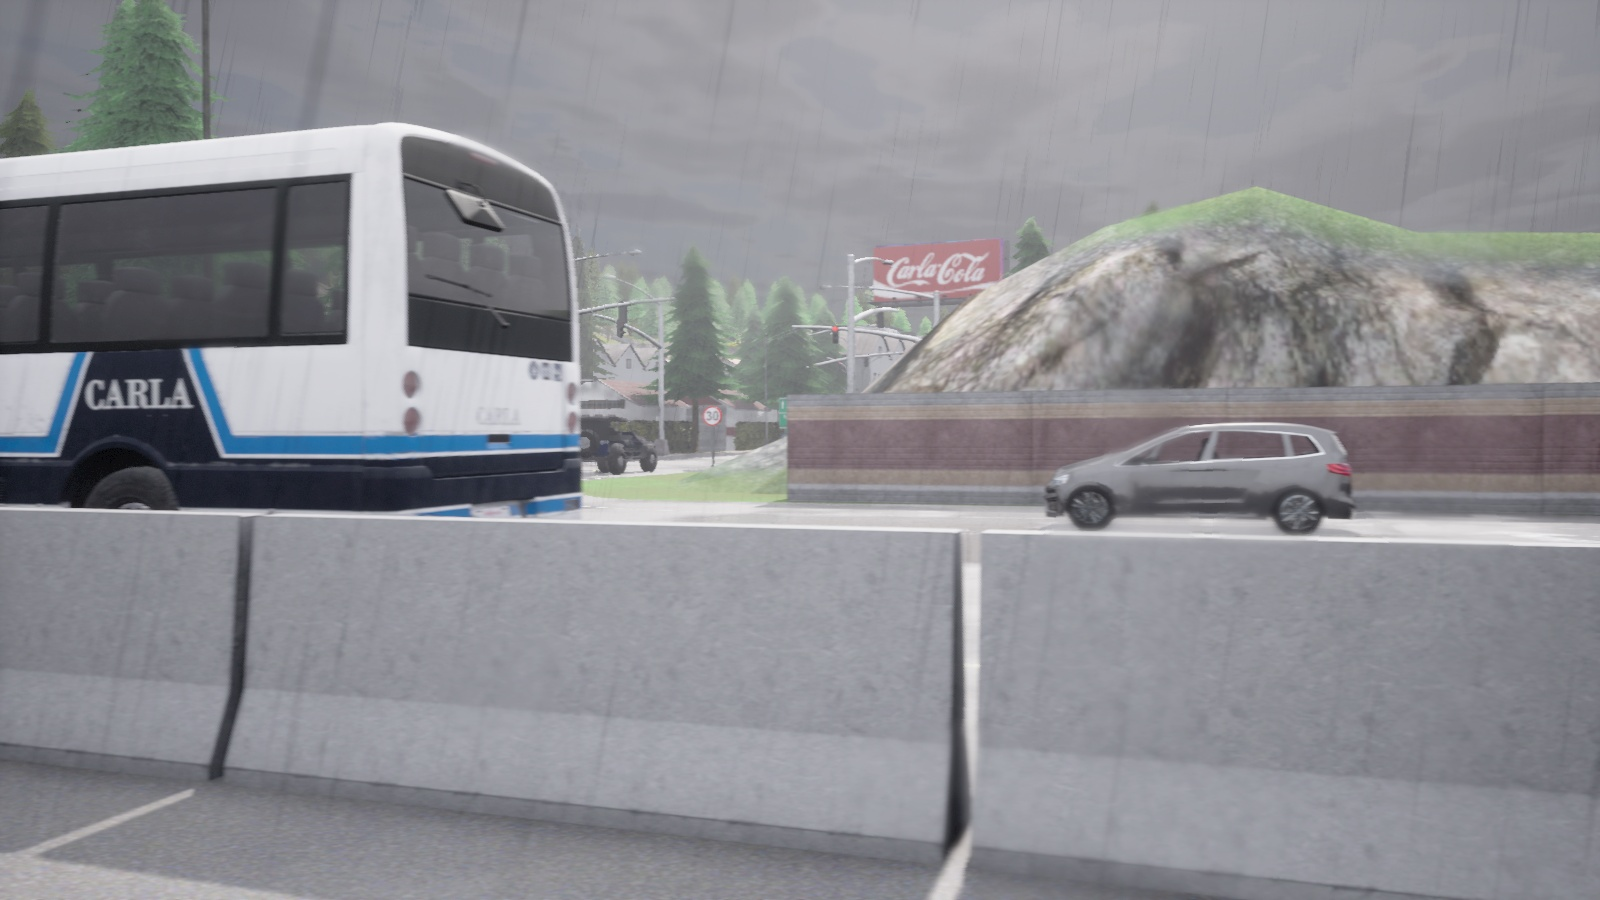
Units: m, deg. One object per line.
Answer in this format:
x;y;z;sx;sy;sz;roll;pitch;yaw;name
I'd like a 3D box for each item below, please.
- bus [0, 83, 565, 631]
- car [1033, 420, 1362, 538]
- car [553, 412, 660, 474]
-8.023;-0.793;13.259;10.273;4.253;3.944;1;1;19;bus
6.122;0.380;19.596;4.611;1.667;2.242;0;1;18;car
-6.215;-0.249;40.743;1.905;1.878;3.866;1;1;18;car
